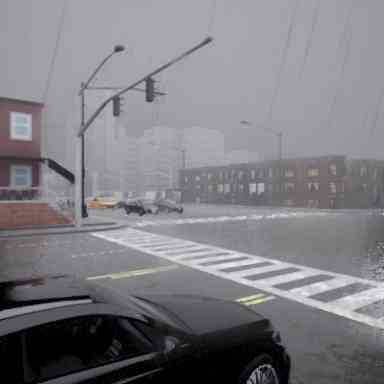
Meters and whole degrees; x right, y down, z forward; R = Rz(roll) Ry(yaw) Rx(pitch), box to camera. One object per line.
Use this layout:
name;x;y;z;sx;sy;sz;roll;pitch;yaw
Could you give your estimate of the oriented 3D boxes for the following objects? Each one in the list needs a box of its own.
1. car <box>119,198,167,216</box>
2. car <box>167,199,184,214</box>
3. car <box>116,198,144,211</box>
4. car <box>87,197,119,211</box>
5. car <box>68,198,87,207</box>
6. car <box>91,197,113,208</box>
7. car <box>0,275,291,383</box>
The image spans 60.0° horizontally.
car;-4.899;1.522;32.576;2.128;1.511;4.902;0;0;-35
car;-2.704;1.542;35.527;1.837;1.490;4.892;0;0;-36
car;-8.077;1.561;43.076;1.812;1.442;4.674;0;0;-36
car;-10.890;1.505;40.974;1.882;1.535;5.008;0;0;-36
car;-17.026;1.576;49.606;2.033;1.411;5.357;0;0;-35
car;-13.981;1.562;51.362;1.812;1.442;4.674;0;0;-36
car;-1.129;1.527;2.955;4.674;1.442;1.812;0;0;-36
